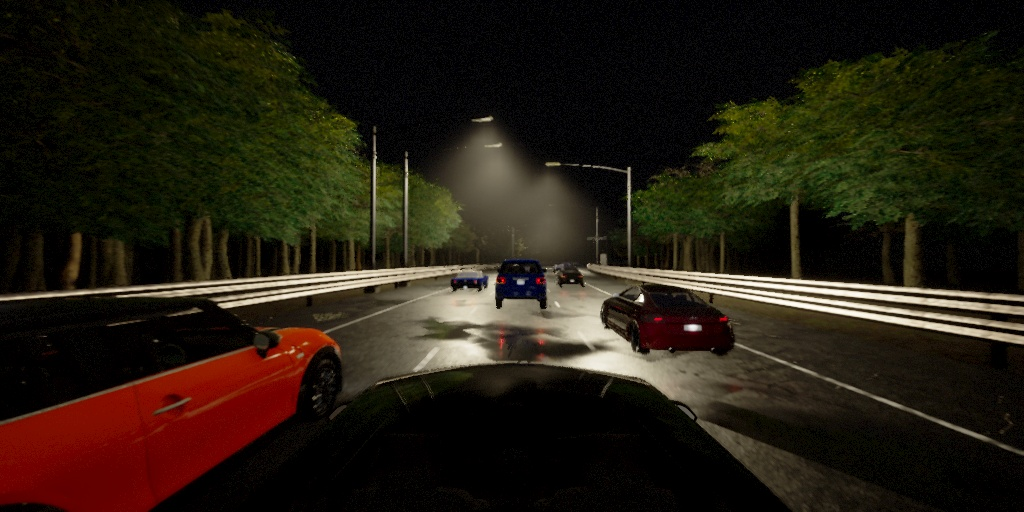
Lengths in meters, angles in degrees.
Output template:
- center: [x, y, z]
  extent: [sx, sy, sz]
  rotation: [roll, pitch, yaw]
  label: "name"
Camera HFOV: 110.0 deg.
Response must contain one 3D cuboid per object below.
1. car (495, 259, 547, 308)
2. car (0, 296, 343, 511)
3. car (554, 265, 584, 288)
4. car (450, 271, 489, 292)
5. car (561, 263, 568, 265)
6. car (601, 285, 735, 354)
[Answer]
- center: [0.444, 1.172, 16.732]
  extent: [2.150, 2.045, 5.566]
  rotation: [0, -1, 2]
  label: "car"
- center: [-3.355, 1.116, 3.045]
  extent: [2.097, 1.767, 4.553]
  rotation: [0, -1, 0]
  label: "car"
- center: [4.445, 1.629, 27.754]
  extent: [1.812, 1.442, 4.674]
  rotation: [0, -1, 4]
  label: "car"
- center: [-2.699, 1.646, 24.035]
  extent: [1.895, 1.301, 4.718]
  rotation: [0, -1, 3]
  label: "car"
- center: [8.059, 2.133, 60.827]
  extent: [1.895, 1.301, 4.718]
  rotation: [0, -1, 9]
  label: "car"
- center: [3.606, 1.416, 9.067]
  extent: [1.994, 1.385, 4.181]
  rotation: [0, -1, 1]
  label: "car"
